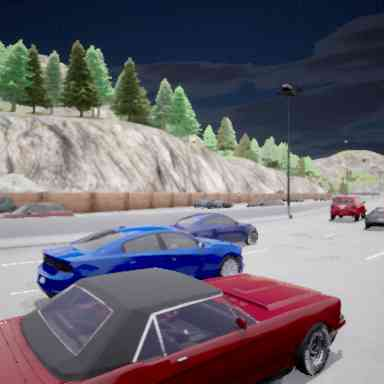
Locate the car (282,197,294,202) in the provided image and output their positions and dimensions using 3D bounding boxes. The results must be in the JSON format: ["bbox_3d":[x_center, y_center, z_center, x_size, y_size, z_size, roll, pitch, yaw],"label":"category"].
[{"bbox_3d":[24.807,1.972,85.894,1.895,1.301,4.718,0,0,32],"label":"car"}]

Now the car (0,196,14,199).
[{"bbox_3d":[-15.291,1.327,23.318,5.566,2.045,2.150,0,0,-38],"label":"car"}]

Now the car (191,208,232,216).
[{"bbox_3d":[0.832,1.593,13.941,4.674,1.442,1.812,0,0,-43],"label":"car"}]

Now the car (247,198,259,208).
[{"bbox_3d":[9.787,1.741,49.094,1.837,1.490,4.892,0,0,32],"label":"car"}]

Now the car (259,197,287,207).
[{"bbox_3d":[11.009,1.724,44.476,1.837,1.490,4.892,0,-1,32],"label":"car"}]

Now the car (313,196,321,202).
[{"bbox_3d":[32.147,1.741,84.413,1.994,1.385,4.181,0,0,32],"label":"car"}]

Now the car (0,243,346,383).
[{"bbox_3d":[-0.212,1.620,3.890,4.718,1.301,1.895,0,0,-37],"label":"car"}]

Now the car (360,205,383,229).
[{"bbox_3d":[12.798,1.674,21.888,1.994,1.385,4.181,0,0,39],"label":"car"}]

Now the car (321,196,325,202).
[{"bbox_3d":[32.946,1.589,79.117,2.150,2.045,5.566,0,0,32],"label":"car"}]

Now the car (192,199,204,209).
[{"bbox_3d":[2.126,1.787,50.084,2.033,1.411,5.357,0,0,32],"label":"car"}]

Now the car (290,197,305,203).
[{"bbox_3d":[26.151,1.936,81.463,1.994,1.385,4.181,0,0,32],"label":"car"}]

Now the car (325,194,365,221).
[{"bbox_3d":[13.482,1.364,28.672,2.150,2.045,5.566,0,0,34],"label":"car"}]

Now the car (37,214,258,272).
[{"bbox_3d":[-0.901,1.515,7.839,5.008,1.535,1.882,0,0,-39],"label":"car"}]

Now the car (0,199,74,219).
[{"bbox_3d":[-9.243,1.441,19.303,4.553,1.767,2.097,0,0,-40],"label":"car"}]

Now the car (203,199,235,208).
[{"bbox_3d":[4.142,1.772,46.724,2.033,1.411,5.357,0,0,32],"label":"car"}]
